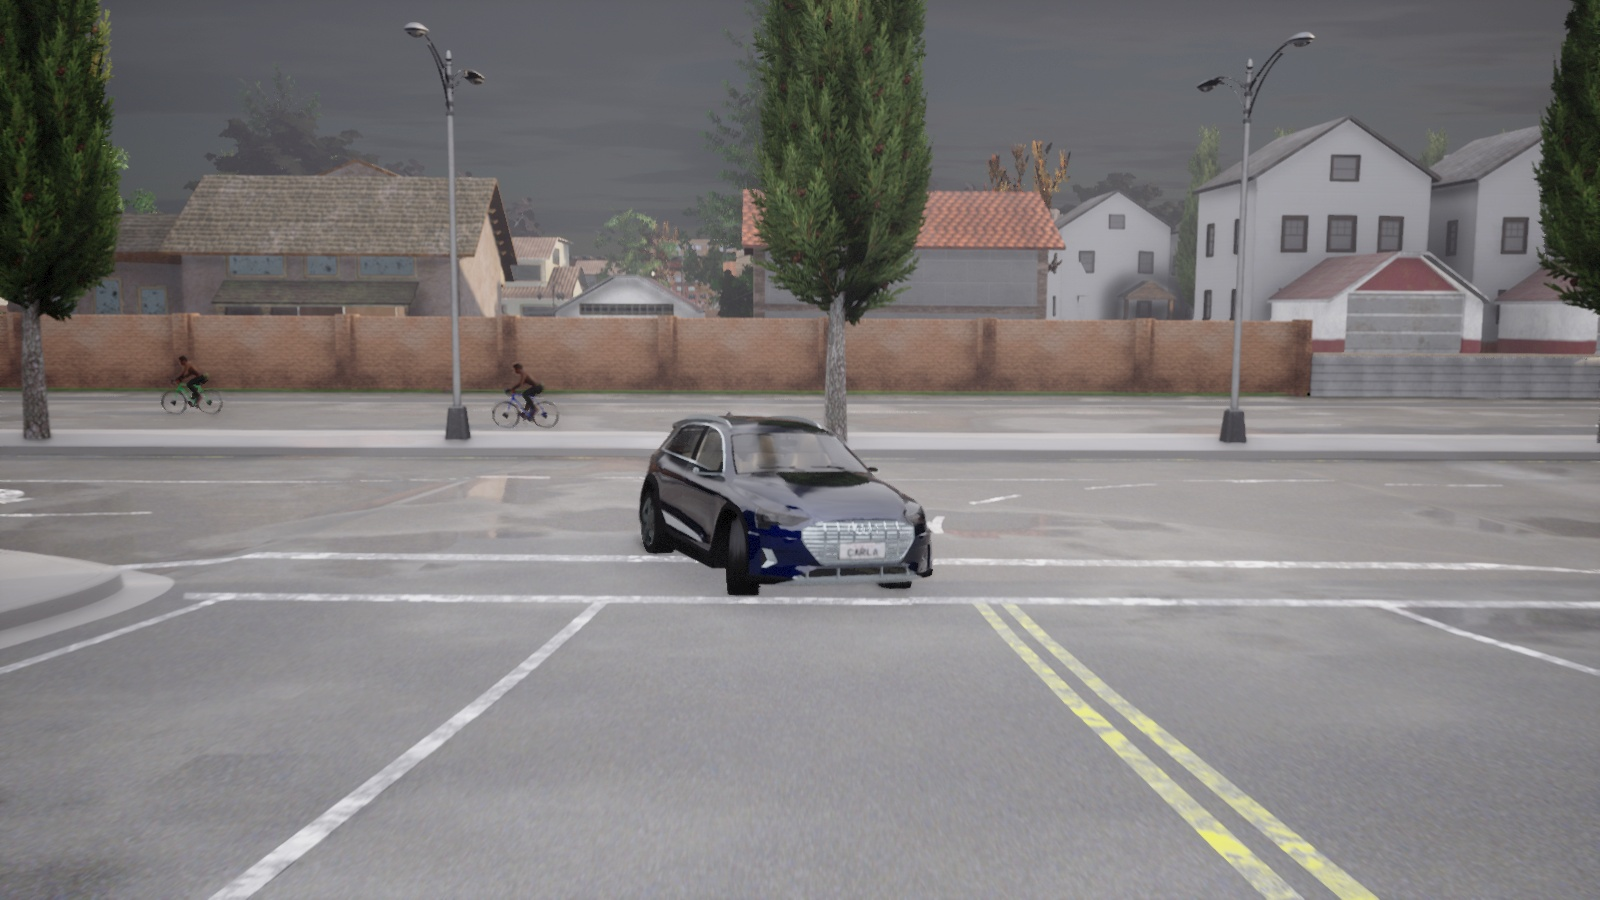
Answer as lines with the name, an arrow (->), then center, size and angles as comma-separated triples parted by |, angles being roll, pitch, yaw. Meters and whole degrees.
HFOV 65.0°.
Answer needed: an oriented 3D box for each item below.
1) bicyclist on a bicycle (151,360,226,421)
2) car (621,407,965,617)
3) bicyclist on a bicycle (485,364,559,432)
bicyclist on a bicycle -> -16.758, -1.646, 34.443 | 1.656, 1.620, 0.582 | -1, 7, -1
car -> -0.336, 0.459, 13.444 | 2.033, 1.649, 4.856 | 0, 4, -21
bicyclist on a bicycle -> -6.894, -1.294, 31.178 | 1.656, 1.620, 0.582 | -1, 7, -1
